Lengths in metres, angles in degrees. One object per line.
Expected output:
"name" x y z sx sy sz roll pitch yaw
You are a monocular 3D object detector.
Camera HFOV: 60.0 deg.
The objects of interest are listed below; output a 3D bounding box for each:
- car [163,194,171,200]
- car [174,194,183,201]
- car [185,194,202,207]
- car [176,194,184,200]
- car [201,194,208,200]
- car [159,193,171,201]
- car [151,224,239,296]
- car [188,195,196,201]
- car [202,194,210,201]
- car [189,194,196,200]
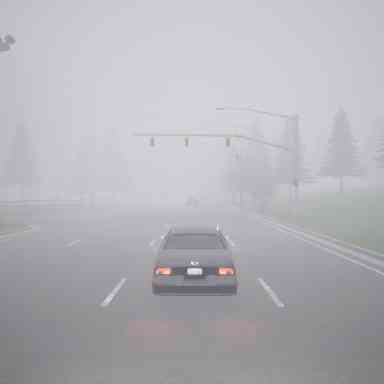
"car" -6.953 1.385 93.906 1.994 1.385 4.181 0 0 0
"car" -3.458 1.517 83.901 1.812 1.442 4.674 0 0 0
"car" 0.024 1.352 52.839 2.097 1.767 4.553 0 0 0
"car" -3.453 1.358 93.904 2.128 1.511 4.902 0 0 0
"car" 3.547 1.310 93.901 1.882 1.535 5.008 0 0 0
"car" -6.958 1.217 83.516 2.150 2.045 5.566 0 0 0
"car" 0.071 1.547 8.800 2.033 1.411 5.357 0 0 0
"car" 0.042 1.531 83.482 2.033 1.411 5.357 0 0 0
"car" 3.542 1.492 83.481 1.837 1.490 4.892 0 0 0
"car" 0.047 1.310 93.902 1.882 1.535 5.008 0 0 0
